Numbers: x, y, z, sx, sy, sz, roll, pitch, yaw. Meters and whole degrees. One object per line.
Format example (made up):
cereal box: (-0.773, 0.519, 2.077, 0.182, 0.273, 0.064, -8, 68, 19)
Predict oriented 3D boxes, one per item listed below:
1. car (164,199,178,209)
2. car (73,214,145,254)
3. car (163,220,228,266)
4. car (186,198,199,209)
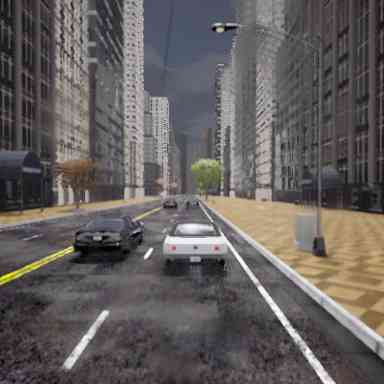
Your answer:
car: (-3.141, 1.753, 49.538, 1.994, 1.385, 4.181, 0, 0, 0)
car: (-3.148, 1.599, 13.594, 2.033, 1.411, 5.357, 0, 0, 0)
car: (0.103, 1.646, 11.752, 1.895, 1.301, 4.718, 0, 0, 0)
car: (0.109, 1.680, 49.567, 2.128, 1.511, 4.902, 0, 0, 0)
